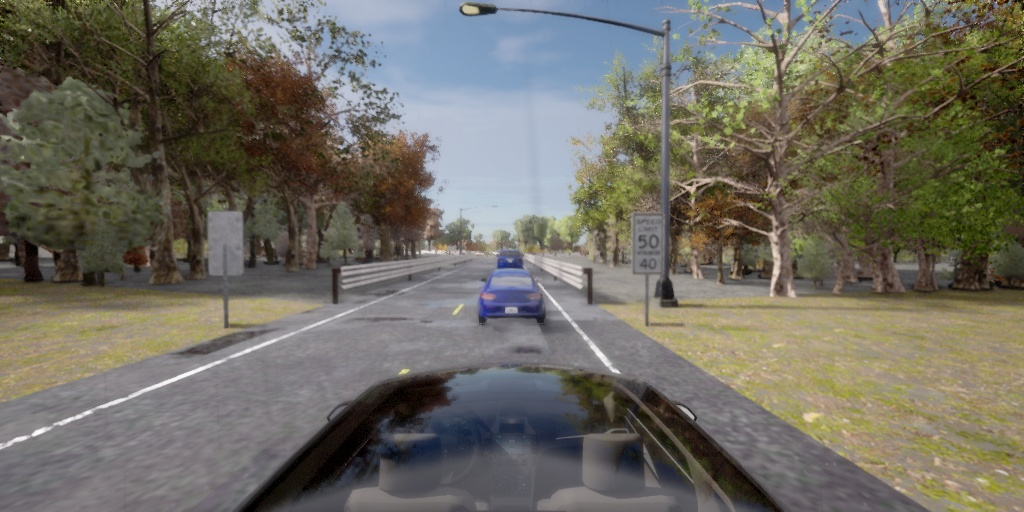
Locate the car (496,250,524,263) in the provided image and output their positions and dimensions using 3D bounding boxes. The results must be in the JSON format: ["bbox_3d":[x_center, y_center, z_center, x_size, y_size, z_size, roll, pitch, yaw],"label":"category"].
[{"bbox_3d":[-0.155,0.475,30.818,2.150,2.045,5.566,0,1,0],"label":"car"}]

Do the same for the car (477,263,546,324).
[{"bbox_3d":[-0.015,1.116,11.082,1.812,1.442,4.674,0,1,0],"label":"car"}]
